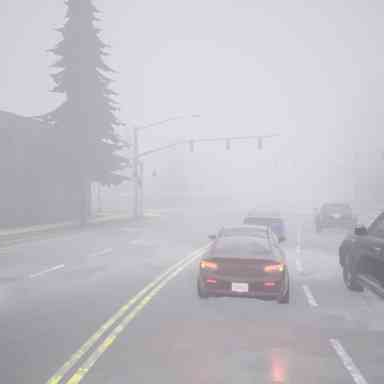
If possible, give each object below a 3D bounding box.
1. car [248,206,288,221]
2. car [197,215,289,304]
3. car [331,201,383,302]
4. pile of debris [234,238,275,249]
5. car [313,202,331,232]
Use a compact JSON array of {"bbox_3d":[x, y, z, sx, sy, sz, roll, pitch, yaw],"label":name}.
[{"bbox_3d":[3.821,1.478,17.078,1.882,1.535,5.008,0,0,18],"label":"car"},{"bbox_3d":[1.319,1.526,8.162,1.812,1.442,4.674,0,0,12],"label":"car"},{"bbox_3d":[4.346,1.223,5.711,2.150,2.045,5.566,0,0,8],"label":"car"},{"bbox_3d":[2.724,2.175,14.249,1.500,0.140,1.860,0,0,18],"label":"pile of debris"},{"bbox_3d":[8.417,1.353,19.848,2.097,1.767,4.553,0,0,18],"label":"car"}]
